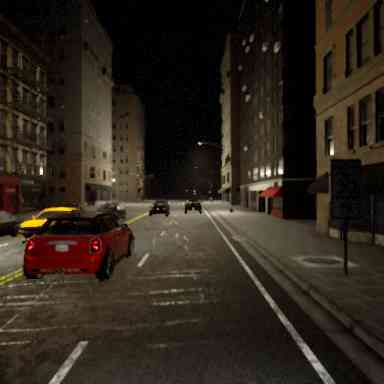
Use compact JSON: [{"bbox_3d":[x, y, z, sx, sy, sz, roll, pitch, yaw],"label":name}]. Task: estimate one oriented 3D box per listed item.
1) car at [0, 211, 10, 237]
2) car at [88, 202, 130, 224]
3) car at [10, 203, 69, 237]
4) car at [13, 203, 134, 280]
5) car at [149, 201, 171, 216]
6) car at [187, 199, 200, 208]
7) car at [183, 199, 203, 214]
[{"bbox_3d":[-9.837,1.603,15.743,2.033,1.411,5.357,0,0,0],"label":"car"},{"bbox_3d":[-6.568,1.625,26.959,2.033,1.411,5.357,0,0,0],"label":"car"},{"bbox_3d":[-6.584,1.529,16.449,1.882,1.535,5.008,0,0,0],"label":"car"},{"bbox_3d":[-3.146,1.382,10.184,2.097,1.767,4.553,0,0,0],"label":"car"},{"bbox_3d":[-3.133,1.633,33.171,2.033,1.411,5.357,0,0,0],"label":"car"},{"bbox_3d":[0.121,1.725,50.877,1.895,1.301,4.718,0,0,-1],"label":"car"},{"bbox_3d":[0.123,1.589,37.163,1.837,1.490,4.892,0,-2,0],"label":"car"}]
